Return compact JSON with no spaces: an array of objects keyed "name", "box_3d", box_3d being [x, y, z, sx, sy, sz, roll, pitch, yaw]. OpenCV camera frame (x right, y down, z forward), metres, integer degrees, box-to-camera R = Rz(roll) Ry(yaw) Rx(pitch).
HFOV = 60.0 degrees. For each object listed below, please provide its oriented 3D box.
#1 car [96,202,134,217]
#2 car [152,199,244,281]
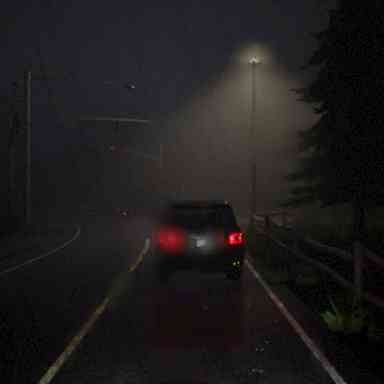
[{"name":"car","box_3d":[-7.350,1.615,31.242,1.895,1.301,4.718,0,0,-38]},{"name":"car","box_3d":[0.009,1.227,10.027,2.150,2.045,5.566,0,0,-5]}]
